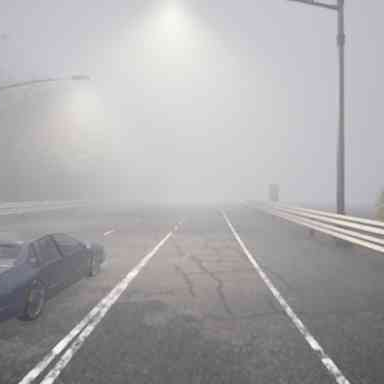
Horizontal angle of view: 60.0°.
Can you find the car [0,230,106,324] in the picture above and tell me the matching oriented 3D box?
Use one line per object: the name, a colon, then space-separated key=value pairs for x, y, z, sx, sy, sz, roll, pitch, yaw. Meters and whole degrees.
car: x=-3.531 y=1.547 z=7.201 sx=2.033 sy=1.411 sz=5.357 roll=0 pitch=0 yaw=3
